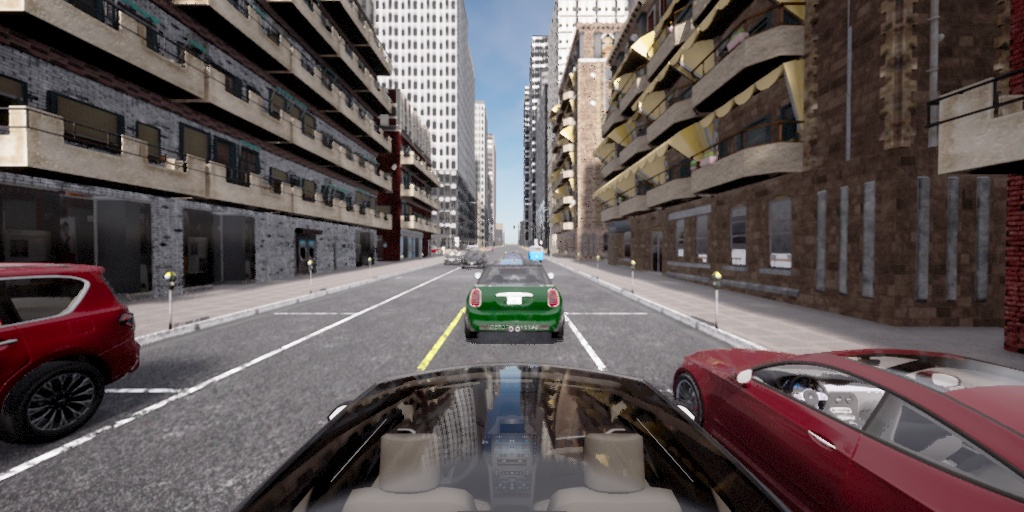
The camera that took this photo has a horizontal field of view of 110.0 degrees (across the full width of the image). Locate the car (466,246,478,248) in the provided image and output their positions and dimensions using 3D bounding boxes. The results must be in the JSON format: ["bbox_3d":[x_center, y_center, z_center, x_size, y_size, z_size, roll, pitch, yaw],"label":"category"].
[{"bbox_3d":[-5.655,-0.223,46.750,1.948,1.339,4.313,0,0,0],"label":"car"}]

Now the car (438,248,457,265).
[{"bbox_3d":[-5.656,0.140,35.675,2.007,1.370,4.403,0,0,0],"label":"car"}]

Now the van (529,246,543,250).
[{"bbox_3d":[2.693,-0.261,41.265,1.690,1.789,3.998,0,0,0],"label":"van"}]

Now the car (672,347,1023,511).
[{"bbox_3d":[2.692,1.305,2.505,1.802,1.307,4.207,0,0,0],"label":"car"}]

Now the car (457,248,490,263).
[{"bbox_3d":[-3.098,0.289,29.965,1.837,1.490,4.892,0,2,0],"label":"car"}]

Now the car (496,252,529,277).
[{"bbox_3d":[0.064,0.510,24.742,2.033,1.411,5.357,0,2,0],"label":"car"}]

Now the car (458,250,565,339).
[{"bbox_3d":[0.061,0.842,9.312,2.097,1.767,4.553,0,2,0],"label":"car"}]

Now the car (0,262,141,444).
[{"bbox_3d":[-5.691,1.039,2.453,2.192,1.841,5.009,0,0,0],"label":"car"}]
